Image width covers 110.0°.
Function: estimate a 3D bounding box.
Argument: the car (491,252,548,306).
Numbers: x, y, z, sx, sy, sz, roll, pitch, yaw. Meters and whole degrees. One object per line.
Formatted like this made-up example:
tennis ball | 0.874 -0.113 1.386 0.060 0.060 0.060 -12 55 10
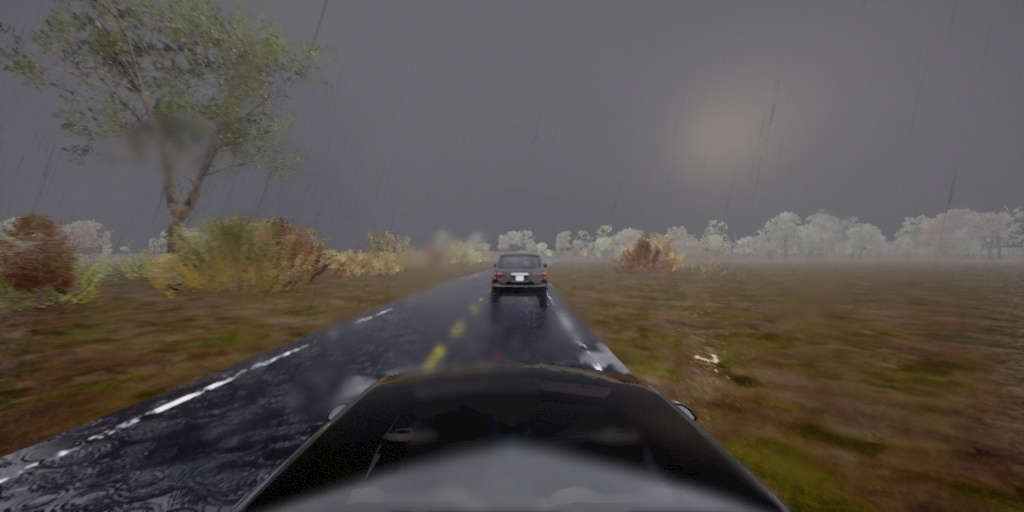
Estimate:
car | 0.356 0.873 15.421 2.150 2.045 5.566 0 0 2
